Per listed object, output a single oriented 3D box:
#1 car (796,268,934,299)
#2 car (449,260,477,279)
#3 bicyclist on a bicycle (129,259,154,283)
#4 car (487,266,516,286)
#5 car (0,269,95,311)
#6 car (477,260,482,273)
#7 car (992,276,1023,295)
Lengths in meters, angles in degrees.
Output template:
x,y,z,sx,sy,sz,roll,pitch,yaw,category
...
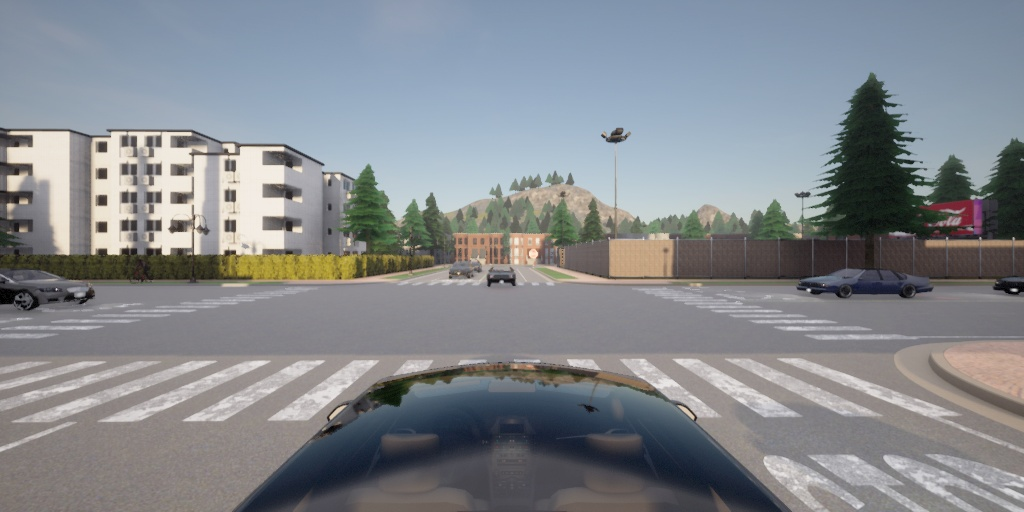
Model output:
x,y,z,sx,sy,sz,roll,pitch,yaw,category
17.282,1.298,17.674,5.357,1.411,2.033,0,0,0,car
-4.507,1.239,32.386,1.837,1.490,4.892,0,0,-1,car
-25.484,1.051,24.688,0.582,1.620,1.656,0,0,-1,bicyclist on a bicycle
-0.723,1.344,25.302,1.895,1.301,4.718,0,0,-1,car
-19.217,1.242,13.820,4.902,1.511,2.128,0,0,-2,car
-4.603,1.226,42.700,2.128,1.511,4.902,0,0,0,car
27.421,1.298,17.681,5.357,1.411,2.033,0,0,0,car
